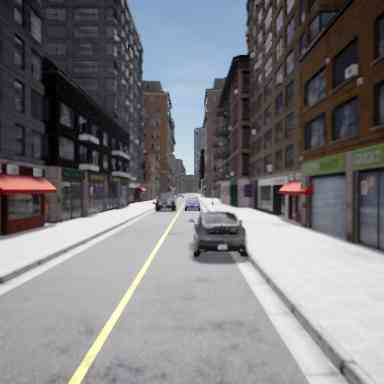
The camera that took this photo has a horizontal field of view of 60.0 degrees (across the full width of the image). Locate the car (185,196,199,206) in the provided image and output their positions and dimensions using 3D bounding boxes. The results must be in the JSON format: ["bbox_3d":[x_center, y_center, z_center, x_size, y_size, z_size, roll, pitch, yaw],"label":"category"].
[{"bbox_3d":[-0.011,1.376,51.645,1.994,1.385,4.181,0,0,0],"label":"car"}]

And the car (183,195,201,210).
[{"bbox_3d":[0.065,1.406,39.957,2.033,1.411,5.357,0,0,0],"label":"car"}]

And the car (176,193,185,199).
[{"bbox_3d":[-2.769,0.938,78.461,1.994,1.385,4.181,0,0,0],"label":"car"}]

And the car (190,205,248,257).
[{"bbox_3d":[0.953,1.466,12.774,1.837,1.490,4.892,0,0,0],"label":"car"}]

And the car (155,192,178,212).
[{"bbox_3d":[-2.854,1.089,37.384,2.150,2.045,5.566,0,1,0],"label":"car"}]
